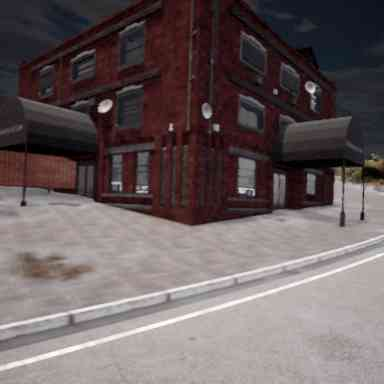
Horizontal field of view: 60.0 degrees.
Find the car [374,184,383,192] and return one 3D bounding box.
[{"bbox_3d":[36.351,-0.720,63.514,2.033,1.411,5.357,2,4,13],"label":"car"}]
